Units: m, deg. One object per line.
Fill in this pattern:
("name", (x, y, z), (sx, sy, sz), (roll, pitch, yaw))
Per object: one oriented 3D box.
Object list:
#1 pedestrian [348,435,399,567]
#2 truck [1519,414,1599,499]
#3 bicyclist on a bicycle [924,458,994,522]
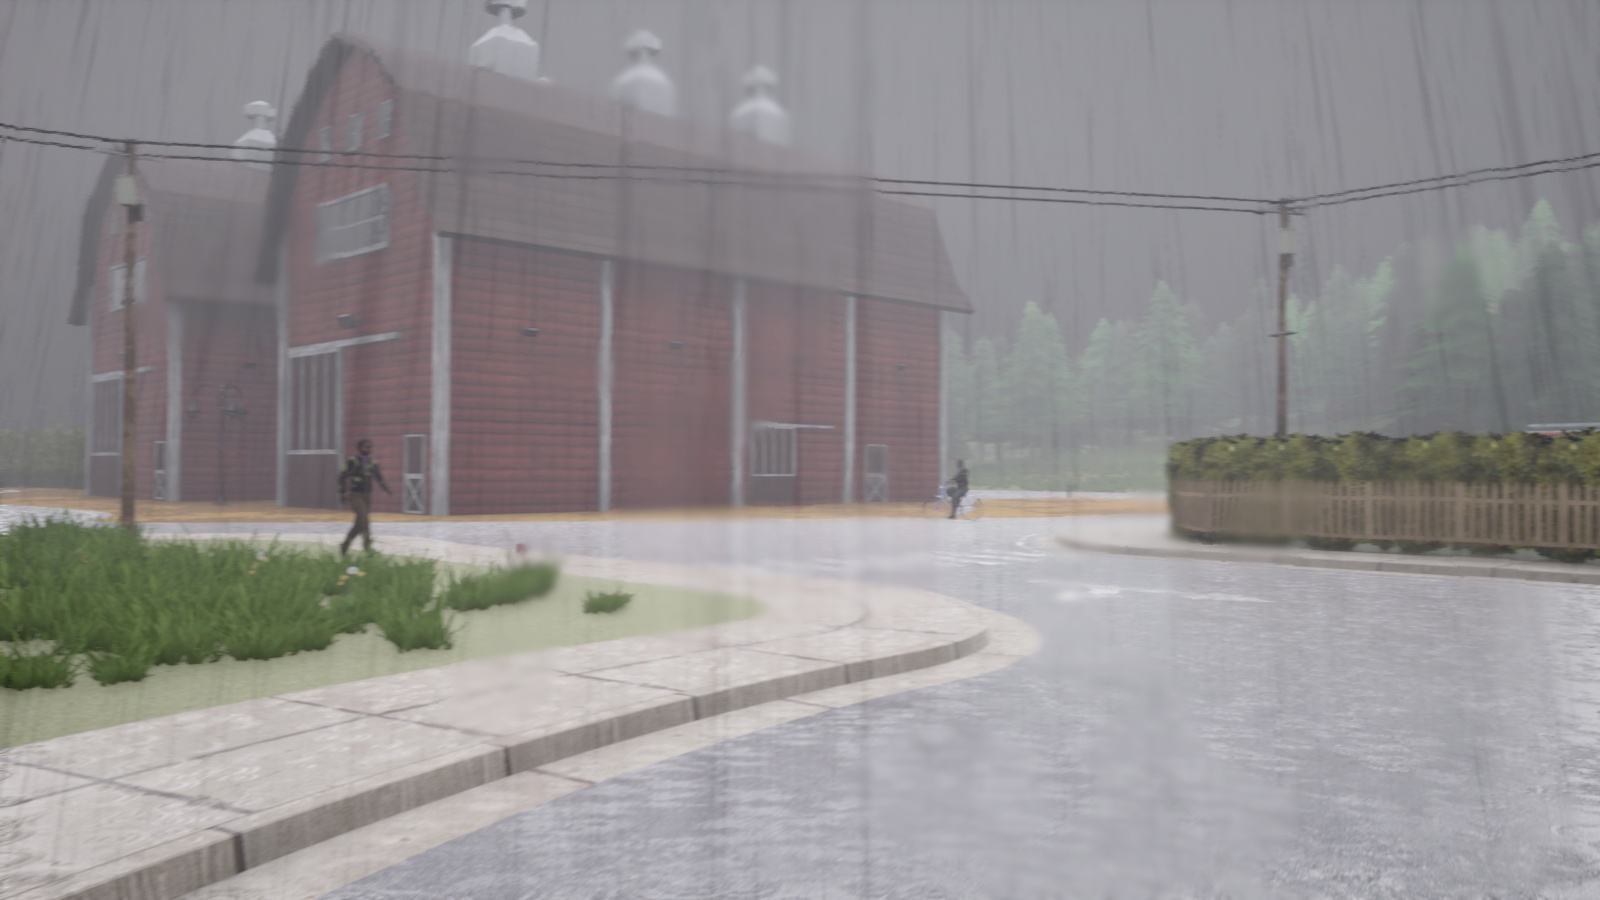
("pedestrian", (-6.328, 0.746, 18.630), (0.692, 1.930, 0.395), (-1, -1, 40))
("truck", (37.601, 0.327, 56.686), (2.891, 3.827, 8.468), (1, -2, -35))
("bicyclist on a bicycle", (4.456, 1.104, 35.206), (1.843, 1.776, 0.659), (0, -1, -18))
